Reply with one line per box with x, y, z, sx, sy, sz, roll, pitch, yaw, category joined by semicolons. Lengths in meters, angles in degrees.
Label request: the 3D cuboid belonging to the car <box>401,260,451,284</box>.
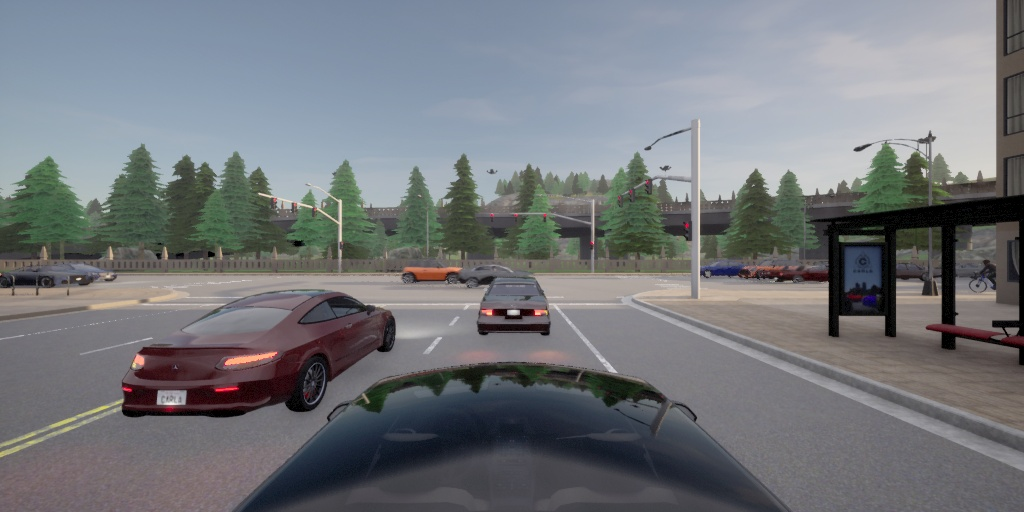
-5.466;1.073;25.647;4.553;1.767;2.097;0;0;1;car

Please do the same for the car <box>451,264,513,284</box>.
-0.946;1.221;22.091;4.902;1.511;2.128;0;0;1;car

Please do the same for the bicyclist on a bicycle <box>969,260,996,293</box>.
22.756;0.995;17.037;0.582;1.620;1.656;0;0;1;bicyclist on a bicycle

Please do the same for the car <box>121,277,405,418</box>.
-3.447;1.276;5.949;1.812;1.442;4.674;0;0;0;car

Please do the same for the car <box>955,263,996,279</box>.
38.077;1.258;30.440;4.181;1.385;1.994;0;0;17;car

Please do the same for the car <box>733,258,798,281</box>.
20.954;1.046;28.951;4.553;1.767;2.097;0;0;2;car

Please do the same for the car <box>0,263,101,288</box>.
-29.039;1.258;22.404;4.181;1.385;1.994;0;0;1;car

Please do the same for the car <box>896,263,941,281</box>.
30.557;1.242;28.511;5.357;1.411;2.033;0;0;6;car

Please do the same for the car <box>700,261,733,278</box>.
18.908;1.172;32.505;5.008;1.535;1.882;0;0;1;car

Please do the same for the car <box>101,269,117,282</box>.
-31.565;1.220;25.947;4.674;1.442;1.812;0;0;0;car

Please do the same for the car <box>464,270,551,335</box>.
0.088;1.297;10.443;2.033;1.411;5.357;0;0;1;car

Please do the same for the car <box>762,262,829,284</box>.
20.883;1.295;25.343;4.718;1.301;1.895;0;0;1;car
